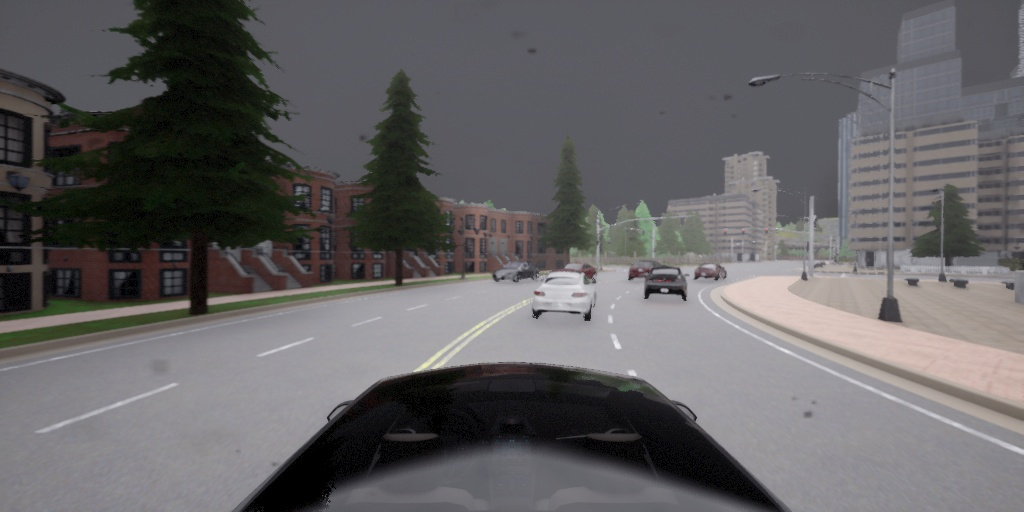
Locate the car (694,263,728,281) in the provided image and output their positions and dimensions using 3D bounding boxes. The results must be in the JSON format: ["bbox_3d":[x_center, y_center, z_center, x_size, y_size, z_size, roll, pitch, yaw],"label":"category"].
[{"bbox_3d":[17.154,1.335,30.995,1.812,1.442,4.674,1,0,41],"label":"car"}]

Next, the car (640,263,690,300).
[{"bbox_3d":[7.726,1.272,17.969,1.837,1.490,4.892,0,0,25],"label":"car"}]

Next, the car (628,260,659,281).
[{"bbox_3d":[11.304,1.116,29.473,2.097,1.767,4.553,1,0,39],"label":"car"}]

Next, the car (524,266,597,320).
[{"bbox_3d":[1.922,1.259,12.530,1.812,1.442,4.674,0,0,15],"label":"car"}]

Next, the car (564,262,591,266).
[{"bbox_3d":[4.912,1.232,27.524,1.882,1.535,5.008,1,0,35],"label":"car"}]

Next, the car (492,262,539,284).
[{"bbox_3d":[0.370,1.167,26.770,2.128,1.511,4.902,1,0,31],"label":"car"}]
